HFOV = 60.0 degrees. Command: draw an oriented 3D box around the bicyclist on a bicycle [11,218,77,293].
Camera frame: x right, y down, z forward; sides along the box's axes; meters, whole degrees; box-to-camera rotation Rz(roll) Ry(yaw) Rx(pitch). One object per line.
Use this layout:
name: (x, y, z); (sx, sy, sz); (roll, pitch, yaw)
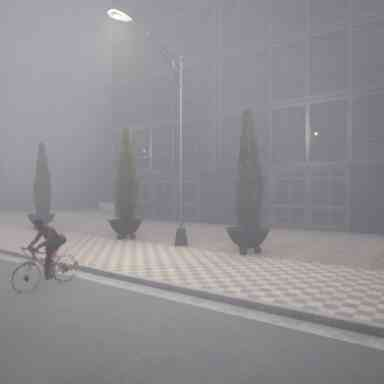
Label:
bicyclist on a bicycle: (-3.399, 1.425, 7.757); (0.582, 1.620, 1.656); (0, 1, 36)
